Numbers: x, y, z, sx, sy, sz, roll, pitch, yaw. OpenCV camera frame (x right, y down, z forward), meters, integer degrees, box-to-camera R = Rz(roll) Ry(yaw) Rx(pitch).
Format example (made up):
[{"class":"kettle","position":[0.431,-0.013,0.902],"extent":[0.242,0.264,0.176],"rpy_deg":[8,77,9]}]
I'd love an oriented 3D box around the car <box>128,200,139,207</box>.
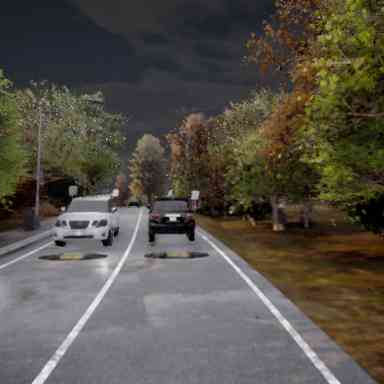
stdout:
[{"class":"car","position":[-10.665,2.074,61.096],"extent":[1.895,1.301,4.718],"rpy_deg":[0,-3,-8]}]

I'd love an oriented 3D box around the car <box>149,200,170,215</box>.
[{"class":"car","position":[-3.597,1.586,35.924],"extent":[2.033,1.411,5.357],"rpy_deg":[0,0,-7]}]

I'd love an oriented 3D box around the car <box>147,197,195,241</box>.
[{"class":"car","position":[-1.140,1.257,17.156],"extent":[2.150,2.045,5.566],"rpy_deg":[0,0,-7]}]

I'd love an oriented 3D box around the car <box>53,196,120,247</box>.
[{"class":"car","position":[-4.644,1.226,15.459],"extent":[2.150,2.045,5.566],"rpy_deg":[0,0,-6]}]
